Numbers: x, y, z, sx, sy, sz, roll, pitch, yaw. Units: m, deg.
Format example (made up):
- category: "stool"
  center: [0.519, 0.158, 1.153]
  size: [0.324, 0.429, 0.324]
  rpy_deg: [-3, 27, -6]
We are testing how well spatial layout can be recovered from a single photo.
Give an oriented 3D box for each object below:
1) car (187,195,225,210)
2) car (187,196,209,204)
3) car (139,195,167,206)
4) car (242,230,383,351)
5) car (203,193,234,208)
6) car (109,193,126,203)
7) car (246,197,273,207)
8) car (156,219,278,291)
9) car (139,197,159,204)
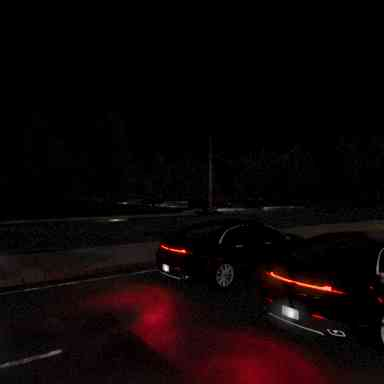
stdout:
- category: "car"
  center: [1.469, 1.547, 44.012]
  size: [2.033, 1.411, 5.357]
  rpy_deg: [0, 0, -35]
- category: "car"
  center: [1.123, 1.564, 62.874]
  size: [1.994, 1.385, 4.181]
  rpy_deg: [0, 0, -35]
- category: "car"
  center: [-6.638, 1.601, 55.612]
  size: [1.895, 1.301, 4.718]
  rpy_deg: [0, 0, -35]
- category: "car"
  center: [3.412, 1.505, 6.230]
  size: [4.892, 1.490, 1.837]
  rpy_deg: [0, 0, -35]
- category: "car"
  center: [3.496, 1.220, 47.239]
  size: [2.150, 2.045, 5.566]
  rpy_deg: [0, 0, -35]
- category: "car"
  center: [-15.382, 1.537, 68.244]
  size: [2.033, 1.411, 5.357]
  rpy_deg: [0, 0, -35]
- category: "car"
  center: [10.077, 1.525, 50.047]
  size: [1.812, 1.442, 4.674]
  rpy_deg: [0, 0, -35]
- category: "car"
  center: [1.380, 1.505, 9.079]
  size: [4.892, 1.490, 1.837]
  rpy_deg: [0, 0, -35]
- category: "car"
  center: [-8.414, 1.600, 64.318]
  size: [1.895, 1.301, 4.718]
  rpy_deg: [0, 0, -34]
